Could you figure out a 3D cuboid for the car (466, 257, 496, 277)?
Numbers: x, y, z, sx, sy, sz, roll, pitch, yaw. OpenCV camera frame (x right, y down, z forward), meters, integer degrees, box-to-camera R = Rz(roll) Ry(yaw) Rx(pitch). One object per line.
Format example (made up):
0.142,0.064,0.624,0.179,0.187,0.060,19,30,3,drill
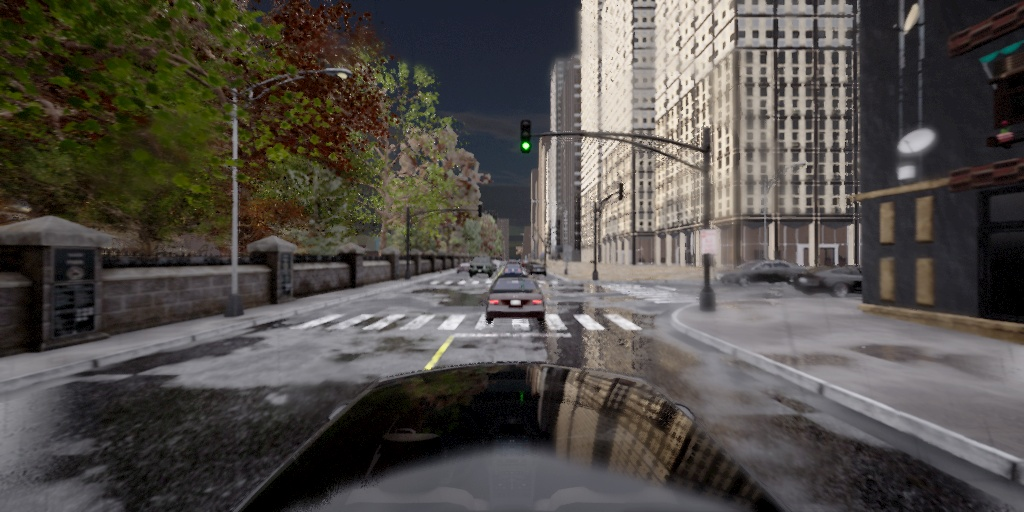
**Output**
-3.091,1.075,36.987,2.150,2.045,5.566,0,0,0,car

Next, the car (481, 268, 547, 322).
0.100,1.326,12.328,2.033,1.411,5.357,0,0,0,car

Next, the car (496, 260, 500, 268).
-3.076,1.452,47.835,1.994,1.385,4.181,0,0,0,car

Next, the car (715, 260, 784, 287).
14.720,1.025,21.313,4.902,1.511,2.128,-1,0,0,car

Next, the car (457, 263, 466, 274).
-5.687,1.457,43.733,1.802,1.307,4.207,0,0,0,car

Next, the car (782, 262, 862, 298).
14.686,1.061,15.516,4.313,1.339,1.948,0,0,0,car

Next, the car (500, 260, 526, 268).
0.104,1.398,36.352,2.033,1.411,5.357,0,0,0,car

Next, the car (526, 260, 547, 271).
2.692,1.422,38.099,1.948,1.339,4.313,0,0,0,car
